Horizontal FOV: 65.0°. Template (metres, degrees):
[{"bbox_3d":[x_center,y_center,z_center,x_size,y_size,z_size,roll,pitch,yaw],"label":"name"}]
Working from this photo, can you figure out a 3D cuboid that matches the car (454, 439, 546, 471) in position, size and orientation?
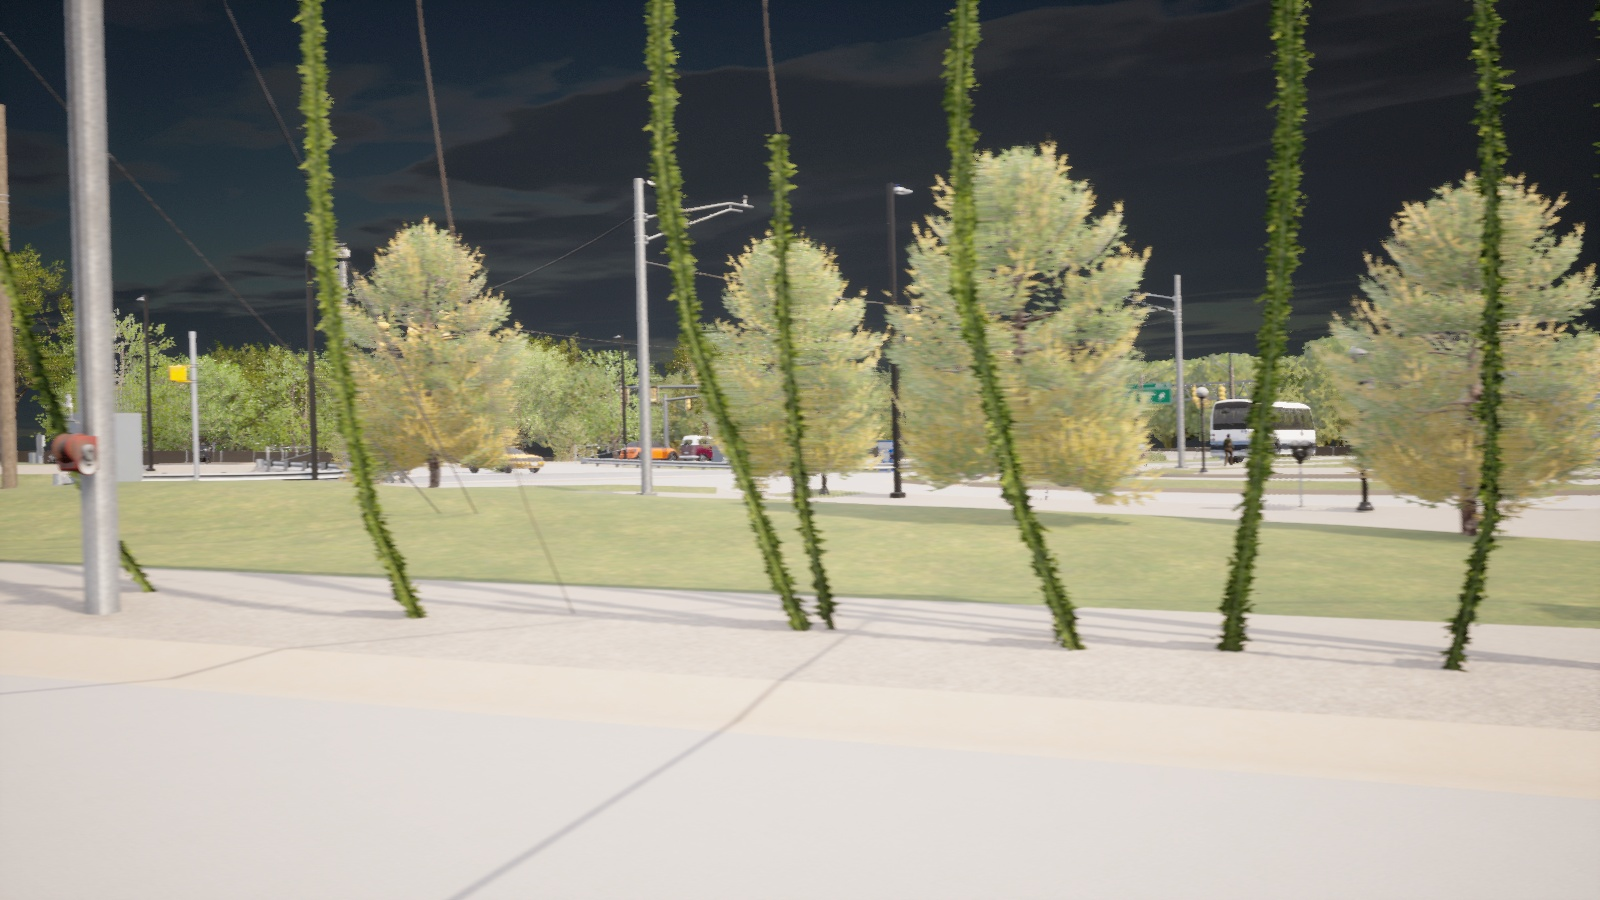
[{"bbox_3d":[-15.138,0.262,63.166,5.366,1.575,1.801,0,0,42],"label":"car"}]

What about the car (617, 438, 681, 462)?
[{"bbox_3d":[-11.432,0.036,95.484,2.097,1.767,4.553,-1,-1,43],"label":"car"}]

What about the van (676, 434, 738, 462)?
[{"bbox_3d":[-7.036,-0.111,95.040,2.069,2.038,4.480,-1,-1,43],"label":"van"}]

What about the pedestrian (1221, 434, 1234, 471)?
[{"bbox_3d":[22.990,0.134,67.565,0.395,1.930,0.692,-1,1,42],"label":"pedestrian"}]

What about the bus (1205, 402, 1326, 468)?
[{"bbox_3d":[31.886,-0.978,85.710,3.944,4.253,10.273,-1,0,44],"label":"bus"}]
